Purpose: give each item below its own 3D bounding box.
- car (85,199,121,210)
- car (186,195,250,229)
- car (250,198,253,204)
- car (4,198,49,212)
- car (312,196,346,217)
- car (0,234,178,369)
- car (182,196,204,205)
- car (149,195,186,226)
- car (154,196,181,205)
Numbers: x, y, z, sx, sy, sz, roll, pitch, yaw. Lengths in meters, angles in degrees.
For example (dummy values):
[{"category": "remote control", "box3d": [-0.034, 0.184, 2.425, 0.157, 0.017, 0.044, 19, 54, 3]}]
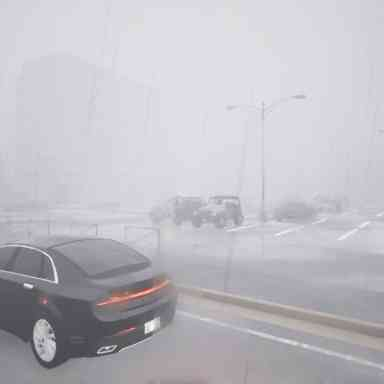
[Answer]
[{"category": "car", "box3d": [-11.612, 1.601, 43.584, 1.895, 1.301, 4.718, 0, 0, 34]}, {"category": "car", "box3d": [1.666, 1.156, 20.256, 1.905, 1.878, 3.866, 0, 0, 34]}, {"category": "car", "box3d": [9.794, 1.505, 62.503, 1.837, 1.490, 4.892, 0, 0, 34]}, {"category": "car", "box3d": [-19.161, 1.504, 38.640, 1.837, 1.490, 4.892, 0, 0, 34]}, {"category": "car", "box3d": [13.710, 1.395, 33.194, 1.970, 1.475, 3.806, 0, 0, 34]}, {"category": "car", "box3d": [-2.492, 1.505, 5.776, 4.892, 1.490, 1.837, 0, 0, 36]}, {"category": "car", "box3d": [0.256, 1.529, 61.048, 1.812, 1.442, 4.674, 0, 0, 34]}, {"category": "car", "box3d": [-0.699, 1.153, 21.926, 1.932, 1.855, 4.605, 0, 0, 34]}, {"category": "car", "box3d": [-4.321, 1.548, 60.560, 2.033, 1.411, 5.357, 0, 0, 34]}]
